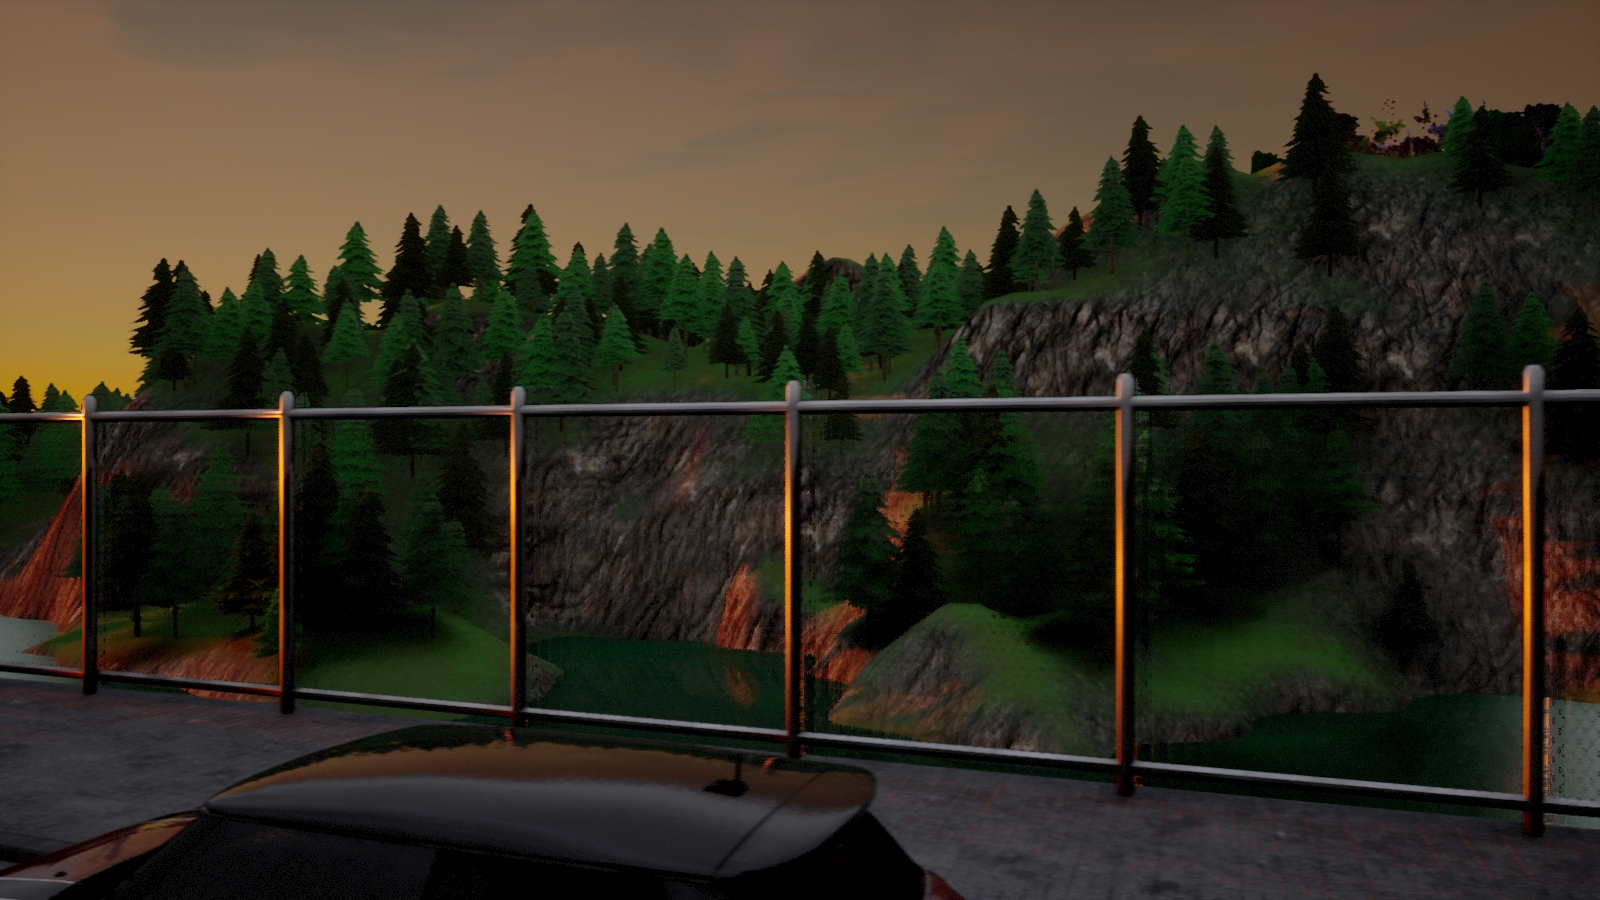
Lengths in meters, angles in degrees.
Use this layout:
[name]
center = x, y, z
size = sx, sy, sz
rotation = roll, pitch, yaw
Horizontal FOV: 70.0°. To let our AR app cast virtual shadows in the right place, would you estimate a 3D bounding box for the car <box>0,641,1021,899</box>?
[car]
center = -1.606, 1.906, 4.356
size = 4.553, 1.767, 2.097
rotation = 0, 0, 19
